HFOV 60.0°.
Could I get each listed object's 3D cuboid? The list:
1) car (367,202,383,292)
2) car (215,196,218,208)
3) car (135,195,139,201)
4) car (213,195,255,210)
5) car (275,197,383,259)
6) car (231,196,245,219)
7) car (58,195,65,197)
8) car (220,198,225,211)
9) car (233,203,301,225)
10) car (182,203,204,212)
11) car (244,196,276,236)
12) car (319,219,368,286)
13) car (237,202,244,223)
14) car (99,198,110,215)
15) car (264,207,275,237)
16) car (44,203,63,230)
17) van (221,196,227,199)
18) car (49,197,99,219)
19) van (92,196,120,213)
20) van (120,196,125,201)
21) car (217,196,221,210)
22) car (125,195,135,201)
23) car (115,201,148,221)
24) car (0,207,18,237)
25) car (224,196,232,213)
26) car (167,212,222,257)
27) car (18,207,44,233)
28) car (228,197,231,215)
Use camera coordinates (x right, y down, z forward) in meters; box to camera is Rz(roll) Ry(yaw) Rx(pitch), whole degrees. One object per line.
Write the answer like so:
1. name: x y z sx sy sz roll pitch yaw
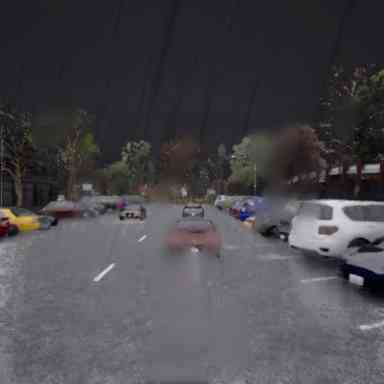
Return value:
1. car: 5.906 1.271 5.186 5.566 2.045 2.435 1 0 -20
2. car: 5.947 1.533 44.467 5.566 2.045 2.435 1 0 -20
3. car: -10.958 1.553 47.715 5.566 2.045 2.435 -1 -1 -20
4. car: 5.991 1.553 47.528 5.566 2.045 2.435 1 -1 -20
5. car: 5.967 1.313 11.253 5.566 2.045 2.435 1 -1 -20
6. car: 5.975 1.394 23.344 5.566 2.045 2.435 1 -1 -20
7. car: -26.643 1.678 66.981 2.435 2.045 5.566 0 0 -19
8. car: 5.963 1.727 35.417 4.892 1.521 2.231 1 0 -20
9. car: 5.917 1.695 26.343 4.792 1.488 2.163 1 0 -20
10. car: 0.104 1.697 30.315 2.128 1.511 4.902 0 0 0
11. car: 5.910 1.353 17.281 5.566 2.045 2.435 1 0 -20
12. car: 5.902 1.573 8.208 4.792 1.488 2.163 1 0 -20
13. car: 5.768 1.619 20.242 5.366 1.575 1.946 1 0 -20
14. car: -10.992 1.710 32.910 4.892 1.521 2.231 -1 0 -20
15. car: 5.923 1.585 14.272 4.892 1.521 2.231 1 -1 -20
16. car: -10.979 1.659 21.084 4.792 1.488 2.163 -1 -1 -20
17. van: 6.070 1.521 38.486 4.442 1.987 1.878 1 -1 -20
18. car: -11.026 1.564 29.936 4.553 1.767 2.185 -1 -1 -20
19. van: -11.099 1.523 38.779 4.442 1.987 1.878 -1 0 -20
20. van: -11.096 1.542 41.738 4.442 1.987 1.878 -1 0 -20
21. car: 5.997 1.640 41.468 4.553 1.767 2.185 1 0 -20
22. car: -10.962 1.534 44.755 5.566 2.045 2.435 -1 -1 -20
23. car: -5.093 1.762 29.225 1.994 1.385 4.181 0 0 0
24. car: -11.008 1.589 15.154 5.008 1.535 2.097 -1 0 -20
25. car: 5.917 1.580 32.398 4.553 1.767 2.185 1 -1 -20
26. car: 0.087 1.692 13.368 1.895 1.301 4.718 0 0 0
27. car: -11.175 1.608 18.038 5.366 1.575 1.946 -1 0 -20
28. car: 5.923 1.560 29.368 4.553 1.767 2.185 1 -1 -20
